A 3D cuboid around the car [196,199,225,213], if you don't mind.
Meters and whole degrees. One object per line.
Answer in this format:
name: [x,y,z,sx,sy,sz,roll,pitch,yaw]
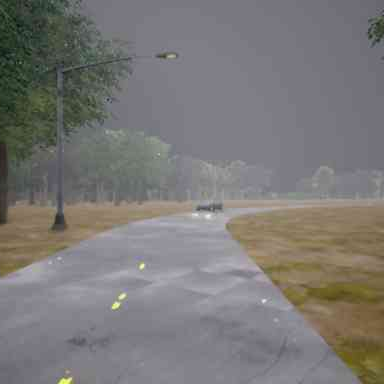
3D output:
car: [2.155,1.563,38.788,1.882,1.535,5.008,-1,-1,28]
